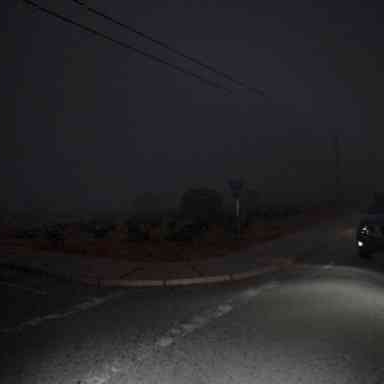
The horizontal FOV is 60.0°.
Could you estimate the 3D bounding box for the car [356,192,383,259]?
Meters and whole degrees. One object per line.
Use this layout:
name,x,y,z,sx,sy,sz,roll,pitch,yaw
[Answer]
car,7.182,1.002,11.240,2.150,2.045,5.566,-3,0,37
